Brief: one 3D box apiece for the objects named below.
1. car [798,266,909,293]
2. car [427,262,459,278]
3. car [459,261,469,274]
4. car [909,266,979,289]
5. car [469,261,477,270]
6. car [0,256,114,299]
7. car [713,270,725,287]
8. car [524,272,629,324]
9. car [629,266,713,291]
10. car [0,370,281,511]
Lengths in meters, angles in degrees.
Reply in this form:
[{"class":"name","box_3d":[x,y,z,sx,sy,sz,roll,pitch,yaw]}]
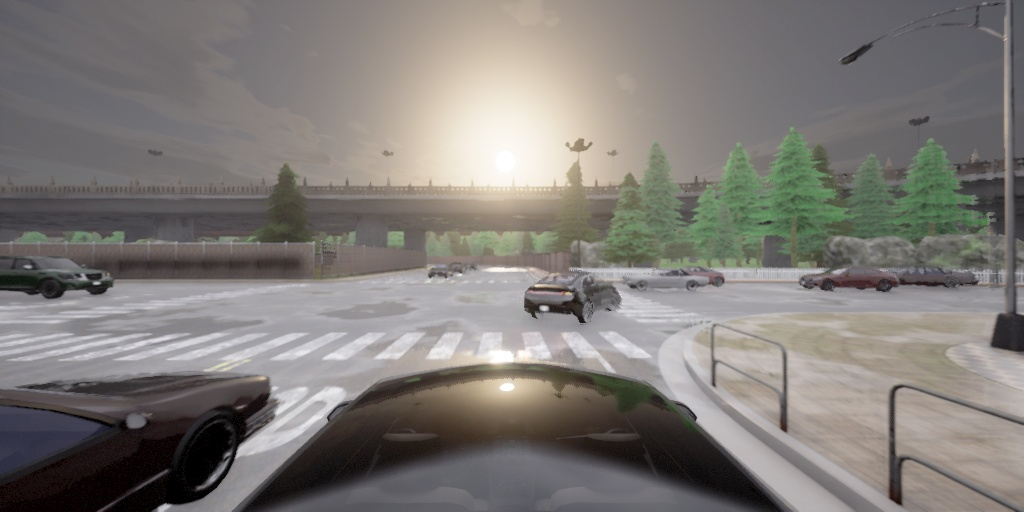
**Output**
[{"class":"car","box_3d":[19.587,1.319,20.990,4.674,1.442,1.812,0,0,7]},{"class":"car","box_3d":[-7.094,1.477,36.340,2.033,1.411,5.357,0,0,0]},{"class":"car","box_3d":[-7.091,1.486,46.230,1.837,1.490,4.892,0,0,0]},{"class":"car","box_3d":[26.090,1.352,23.280,5.357,1.411,2.033,0,0,17]},{"class":"car","box_3d":[-7.017,1.545,59.971,2.128,1.511,4.902,0,0,0]},{"class":"car","box_3d":[-23.413,1.001,17.836,5.566,2.045,2.150,0,0,0]},{"class":"car","box_3d":[12.336,1.378,24.847,4.181,1.385,1.994,0,0,2]},{"class":"car","box_3d":[2.220,1.288,12.321,2.128,1.511,4.902,-1,-1,32]},{"class":"car","box_3d":[9.039,1.398,21.567,4.718,1.301,1.895,0,0,1]},{"class":"car","box_3d":[-3.415,1.296,1.363,2.033,1.411,5.357,0,0,0]}]
